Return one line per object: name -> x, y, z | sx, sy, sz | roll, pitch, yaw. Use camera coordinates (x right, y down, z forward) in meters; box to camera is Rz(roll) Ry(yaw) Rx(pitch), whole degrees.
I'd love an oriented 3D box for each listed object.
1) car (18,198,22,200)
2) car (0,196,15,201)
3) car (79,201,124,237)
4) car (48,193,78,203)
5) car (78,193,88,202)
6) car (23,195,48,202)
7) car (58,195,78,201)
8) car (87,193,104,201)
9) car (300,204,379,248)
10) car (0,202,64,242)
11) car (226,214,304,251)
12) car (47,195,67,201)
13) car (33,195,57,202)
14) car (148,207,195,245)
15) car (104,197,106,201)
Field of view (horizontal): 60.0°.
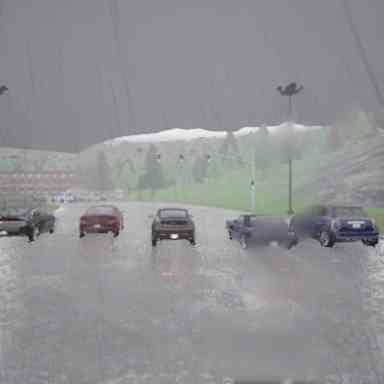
car -> -35.210, 1.446, 72.443 | 5.357, 1.411, 2.033 | 0, 0, 20
car -> -40.231, 1.564, 70.573 | 4.718, 1.301, 1.895 | 0, 0, 16
car -> -4.799, 1.462, 18.123 | 1.882, 1.535, 5.008 | 0, 0, -8
car -> -26.063, 1.180, 67.064 | 5.566, 2.045, 2.150 | 0, 0, 37
car -> -24.678, 1.502, 70.398 | 4.181, 1.385, 1.994 | 0, 0, 34
car -> -31.159, 1.487, 66.348 | 4.674, 1.442, 1.812 | 0, 0, 30
car -> -30.399, 1.387, 81.798 | 4.674, 1.442, 1.812 | 0, 0, 23
car -> -22.674, 1.168, 73.246 | 5.566, 2.045, 2.150 | 0, 0, 34
car -> 6.131, 1.326, 14.942 | 2.097, 1.767, 4.553 | 0, 0, -6
car -> -8.071, 1.483, 16.201 | 2.128, 1.511, 4.902 | 0, 0, -7
car -> 2.735, 1.580, 14.093 | 1.895, 1.301, 4.718 | 0, 0, -6
car -> -31.875, 1.429, 78.625 | 4.181, 1.385, 1.994 | 0, 0, 23
car -> -33.352, 1.368, 75.451 | 5.008, 1.535, 1.882 | 0, 0, 23
car -> -0.950, 1.487, 15.528 | 1.837, 1.490, 4.892 | 0, 0, -6
car -> -21.884, 1.490, 76.993 | 4.181, 1.385, 1.994 | 0, 0, 34
